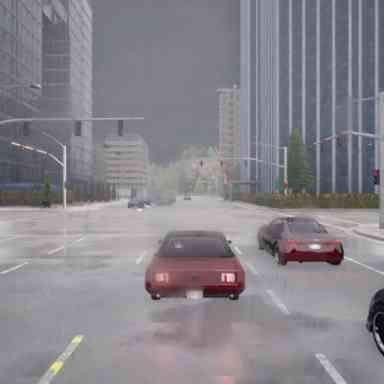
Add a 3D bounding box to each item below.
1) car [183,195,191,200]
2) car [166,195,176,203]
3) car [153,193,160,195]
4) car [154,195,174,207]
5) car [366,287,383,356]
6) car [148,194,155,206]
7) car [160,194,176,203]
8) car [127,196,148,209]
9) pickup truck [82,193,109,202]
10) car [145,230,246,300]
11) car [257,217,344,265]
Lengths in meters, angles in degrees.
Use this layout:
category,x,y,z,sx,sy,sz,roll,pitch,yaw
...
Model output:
category,x,y,z,sx,sy,sz,roll,pitch,yaw
car,-1.259,1.552,88.602,1.994,1.385,4.181,0,0,-1
car,-4.531,1.525,72.479,2.128,1.511,4.902,0,0,-1
car,-7.969,1.491,66.126,2.128,1.511,4.902,0,0,0
car,-4.309,1.563,51.458,1.994,1.385,4.181,0,0,0
car,3.609,1.564,3.275,1.994,1.385,4.181,0,0,-1
car,-7.877,1.505,56.012,1.837,1.490,4.892,0,0,-1
car,-4.442,1.504,62.158,1.837,1.490,4.892,0,0,-1
car,-7.740,1.505,46.242,1.837,1.490,4.892,0,0,-1
pickup truck,-21.167,1.058,73.386,2.390,2.098,6.274,0,0,30
car,0.074,1.601,8.329,1.895,1.301,4.718,0,0,0
car,3.581,1.564,11.686,1.994,1.385,4.181,0,0,0
